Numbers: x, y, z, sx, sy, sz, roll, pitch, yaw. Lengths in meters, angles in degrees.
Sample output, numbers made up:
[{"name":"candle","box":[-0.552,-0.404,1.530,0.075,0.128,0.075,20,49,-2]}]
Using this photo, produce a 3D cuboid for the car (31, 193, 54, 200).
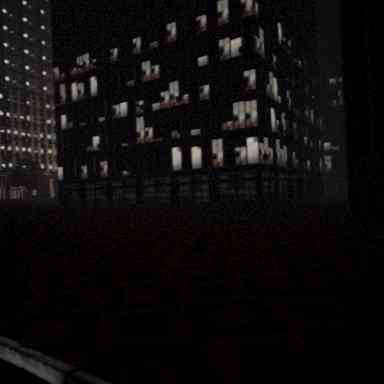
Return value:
[{"name":"car","box":[-33.454,0.960,73.604,1.967,1.590,4.097,-2,0,32]}]

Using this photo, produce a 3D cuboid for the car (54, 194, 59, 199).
[{"name":"car","box":[-30.472,0.929,78.338,1.887,1.381,4.507,-2,0,32]}]
